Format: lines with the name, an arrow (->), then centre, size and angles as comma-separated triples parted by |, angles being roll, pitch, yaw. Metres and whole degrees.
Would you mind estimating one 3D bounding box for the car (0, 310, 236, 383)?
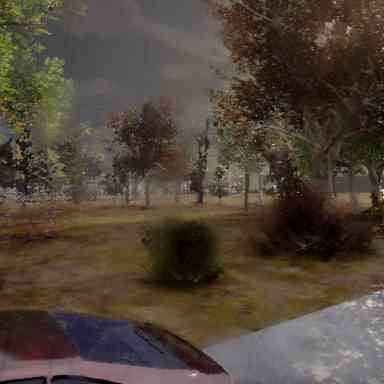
car -> -1.629, 1.560, 1.835 | 4.181, 1.385, 1.994 | 0, 0, -35
